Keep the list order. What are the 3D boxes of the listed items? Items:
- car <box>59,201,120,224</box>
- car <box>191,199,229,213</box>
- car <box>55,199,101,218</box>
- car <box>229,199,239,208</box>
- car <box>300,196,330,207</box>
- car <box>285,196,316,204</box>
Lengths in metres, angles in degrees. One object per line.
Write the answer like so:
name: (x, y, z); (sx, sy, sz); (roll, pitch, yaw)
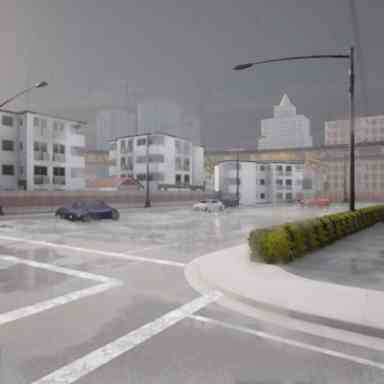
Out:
car: (-7.699, 1.637, 25.934); (1.994, 1.385, 4.181); (0, 0, 37)
car: (1.884, 1.598, 38.414); (1.812, 1.442, 4.674); (0, 0, 39)
car: (-9.616, 1.438, 29.201); (2.097, 1.767, 4.553); (0, 0, 37)
car: (4.316, 1.629, 46.609); (5.357, 1.411, 2.033); (0, 0, -43)
car: (18.920, 1.401, 51.319); (4.553, 1.767, 2.097); (0, 0, -18)
car: (17.818, 1.270, 54.644); (4.718, 1.301, 1.895); (0, 0, -18)
